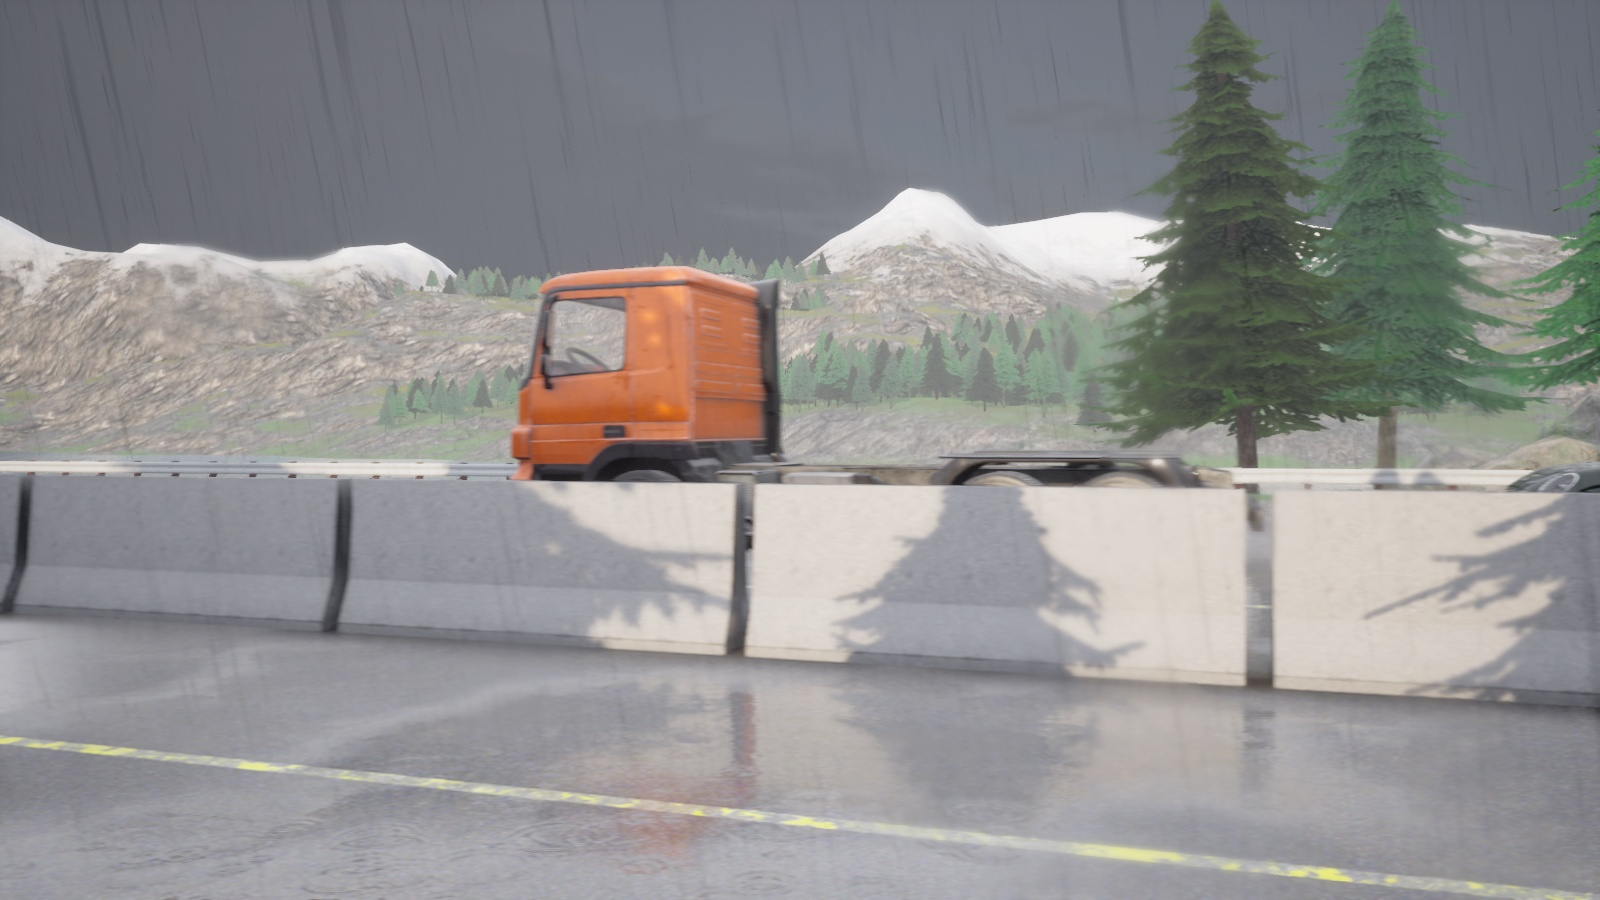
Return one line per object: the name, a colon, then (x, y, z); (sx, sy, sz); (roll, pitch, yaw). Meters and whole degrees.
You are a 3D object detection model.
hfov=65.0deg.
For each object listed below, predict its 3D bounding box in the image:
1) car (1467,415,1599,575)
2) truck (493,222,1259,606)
car: (10.431, 0.493, 14.456); (4.553, 1.767, 2.097); (1, 1, 18)
truck: (0.833, -0.376, 13.977); (7.936, 3.462, 2.891); (1, 1, 19)
